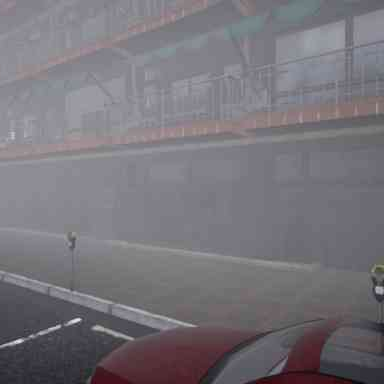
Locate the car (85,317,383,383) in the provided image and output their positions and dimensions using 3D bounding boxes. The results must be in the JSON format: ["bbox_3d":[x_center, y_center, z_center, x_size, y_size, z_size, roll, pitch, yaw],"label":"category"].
[{"bbox_3d":[0.999,1.582,2.162,4.206,1.307,1.802,0,0,35],"label":"car"}]
